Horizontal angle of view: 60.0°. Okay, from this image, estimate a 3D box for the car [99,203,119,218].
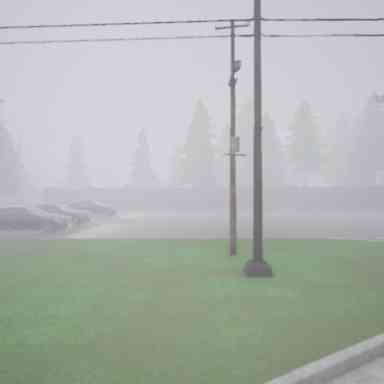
[{"bbox_3d":[-8.483,1.373,27.782,4.674,1.442,1.812,0,0,1],"label":"car"}]

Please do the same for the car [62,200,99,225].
[{"bbox_3d":[-8.592,1.420,20.783,4.674,1.442,1.812,0,0,1],"label":"car"}]

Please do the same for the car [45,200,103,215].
[{"bbox_3d":[-11.044,1.434,31.309,4.718,1.301,1.895,0,0,1],"label":"car"}]

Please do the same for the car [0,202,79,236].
[{"bbox_3d":[-8.646,1.443,17.284,4.674,1.442,1.812,0,0,1],"label":"car"}]
